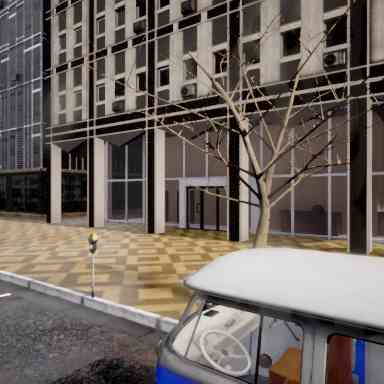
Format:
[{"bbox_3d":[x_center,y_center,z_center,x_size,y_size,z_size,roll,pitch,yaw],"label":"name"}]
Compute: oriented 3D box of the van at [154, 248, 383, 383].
[{"bbox_3d":[1.559,1.341,1.758,3.998,1.788,1.690,0,0,36],"label":"van"}]
